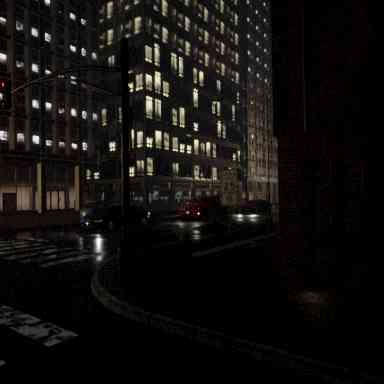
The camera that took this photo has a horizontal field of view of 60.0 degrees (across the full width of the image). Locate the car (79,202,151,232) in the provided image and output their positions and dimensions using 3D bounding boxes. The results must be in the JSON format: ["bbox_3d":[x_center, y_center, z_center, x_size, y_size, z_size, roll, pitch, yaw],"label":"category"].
[{"bbox_3d":[-4.633,1.571,20.925,1.837,1.490,4.892,-1,-1,33],"label":"car"}]

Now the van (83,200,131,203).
[{"bbox_3d":[-5.980,1.460,23.458,1.690,1.788,3.998,-2,-1,36],"label":"van"}]

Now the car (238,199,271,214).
[{"bbox_3d":[7.260,1.584,37.477,1.882,1.535,5.008,-1,-1,36],"label":"car"}]

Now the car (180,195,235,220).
[{"bbox_3d":[1.256,1.307,29.115,2.150,2.045,5.566,-1,-1,36],"label":"car"}]
